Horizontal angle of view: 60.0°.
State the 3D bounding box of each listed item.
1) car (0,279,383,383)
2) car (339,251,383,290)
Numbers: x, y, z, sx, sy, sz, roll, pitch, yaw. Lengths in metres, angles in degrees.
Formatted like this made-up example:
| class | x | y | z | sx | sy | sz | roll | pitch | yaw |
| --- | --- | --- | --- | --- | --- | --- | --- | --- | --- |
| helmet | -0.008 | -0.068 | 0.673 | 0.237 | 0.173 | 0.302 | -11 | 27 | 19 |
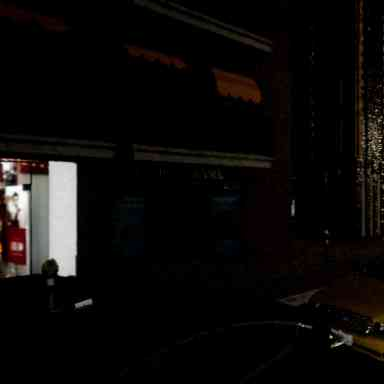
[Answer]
| class | x | y | z | sx | sy | sz | roll | pitch | yaw |
| --- | --- | --- | --- | --- | --- | --- | --- | --- | --- |
| car | -0.611 | 1.558 | 2.447 | 4.313 | 1.339 | 1.947 | 0 | 0 | -35 |
| car | 3.859 | 1.526 | 5.617 | 4.829 | 1.417 | 1.752 | 0 | 0 | -35 |
